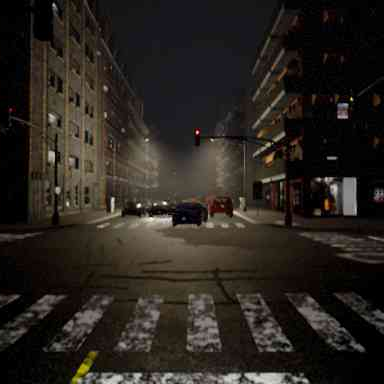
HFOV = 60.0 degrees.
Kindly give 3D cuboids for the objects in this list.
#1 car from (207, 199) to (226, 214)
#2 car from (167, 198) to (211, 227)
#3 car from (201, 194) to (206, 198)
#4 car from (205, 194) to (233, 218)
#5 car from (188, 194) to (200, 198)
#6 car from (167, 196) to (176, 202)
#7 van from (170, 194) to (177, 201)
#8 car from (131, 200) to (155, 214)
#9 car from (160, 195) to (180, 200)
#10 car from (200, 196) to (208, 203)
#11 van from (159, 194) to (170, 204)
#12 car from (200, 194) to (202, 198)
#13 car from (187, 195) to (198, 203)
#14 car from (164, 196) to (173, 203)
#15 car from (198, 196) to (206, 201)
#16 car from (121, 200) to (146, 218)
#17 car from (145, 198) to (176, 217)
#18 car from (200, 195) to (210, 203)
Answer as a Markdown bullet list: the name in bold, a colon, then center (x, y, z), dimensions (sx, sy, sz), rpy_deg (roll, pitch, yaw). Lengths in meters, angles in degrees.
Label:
- **car**: center (2.628, 1.523, 36.295), dimensions (1.752, 1.417, 4.829), rpy_deg (1, 0, 0)
- **car**: center (-0.086, 1.501, 23.499), dimensions (1.882, 1.535, 5.008), rpy_deg (1, 1, 10)
- **car**: center (2.638, 1.315, 41.690), dimensions (2.192, 1.841, 5.009), rpy_deg (1, 0, 0)
- **car**: center (2.624, 1.312, 30.565), dimensions (2.192, 1.841, 5.009), rpy_deg (1, 0, 0)
- **car**: center (0.080, 1.520, 60.153), dimensions (1.882, 1.535, 5.008), rpy_deg (0, 0, 0)
- **car**: center (-5.190, 1.722, 86.154), dimensions (2.008, 1.369, 4.403), rpy_deg (1, 0, 0)
- **van**: center (-5.179, 1.544, 91.719), dimensions (1.690, 1.788, 3.998), rpy_deg (1, 0, 0)
- **car**: center (-5.253, 1.563, 36.091), dimensions (1.947, 1.339, 4.313), rpy_deg (1, 0, 0)
- **car**: center (-2.780, 1.504, 39.674), dimensions (1.837, 1.490, 4.892), rpy_deg (0, 0, 0)
- **car**: center (2.675, 1.692, 75.048), dimensions (1.802, 1.307, 4.206), rpy_deg (1, 0, 0)
- **van**: center (-5.214, 1.397, 63.899), dimensions (1.690, 1.788, 3.998), rpy_deg (1, 0, 0)
- **car**: center (2.665, 1.371, 63.924), dimensions (2.192, 1.841, 5.009), rpy_deg (1, 0, 0)
- **car**: center (0.093, 1.444, 70.578), dimensions (2.128, 1.511, 4.902), rpy_deg (0, 0, 0)
- **car**: center (-5.204, 1.634, 74.855), dimensions (1.752, 1.417, 4.829), rpy_deg (1, 0, 0)
- **car**: center (2.698, 1.769, 91.739), dimensions (1.947, 1.339, 4.313), rpy_deg (1, 0, 0)
- **car**: center (-5.260, 1.562, 30.530), dimensions (1.947, 1.339, 4.313), rpy_deg (1, 0, 0)
- **car**: center (-2.800, 1.560, 30.795), dimensions (1.994, 1.385, 4.181), rpy_deg (0, 0, 0)
- **car**: center (2.670, 1.523, 69.488), dimensions (1.967, 1.590, 4.097), rpy_deg (1, 0, 0)
